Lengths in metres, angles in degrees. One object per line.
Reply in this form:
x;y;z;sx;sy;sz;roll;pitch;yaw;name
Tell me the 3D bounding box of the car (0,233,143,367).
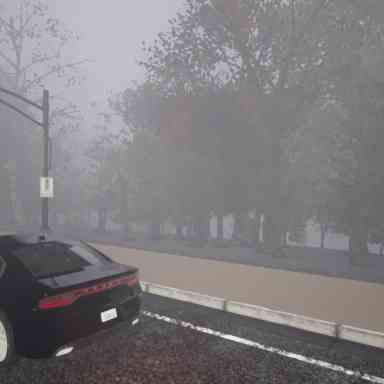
-3.086;1.477;5.881;5.008;1.535;1.882;0;0;37;car
